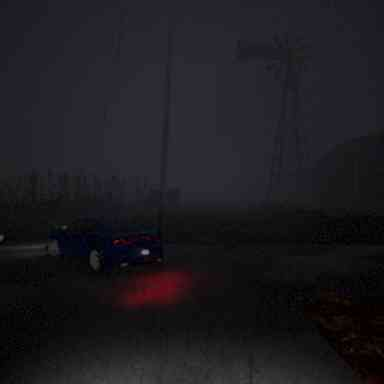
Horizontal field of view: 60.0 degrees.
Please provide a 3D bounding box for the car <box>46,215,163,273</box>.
[{"bbox_3d":[-3.006,1.505,10.949,1.882,1.535,5.008,2,-2,-44],"label":"car"}]
